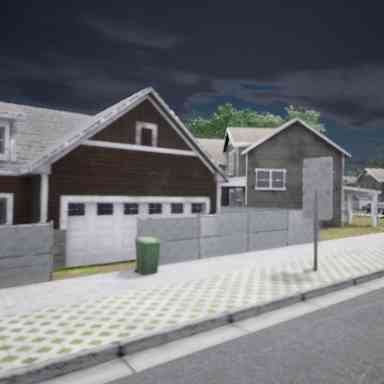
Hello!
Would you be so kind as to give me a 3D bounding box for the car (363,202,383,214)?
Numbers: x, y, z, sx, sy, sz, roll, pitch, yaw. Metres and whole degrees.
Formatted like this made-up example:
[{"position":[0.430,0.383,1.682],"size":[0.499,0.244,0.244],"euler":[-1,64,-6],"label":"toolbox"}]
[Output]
[{"position":[22.700,2.016,40.122],"size":[1.837,1.490,4.892],"euler":[1,-2,-5],"label":"car"}]
